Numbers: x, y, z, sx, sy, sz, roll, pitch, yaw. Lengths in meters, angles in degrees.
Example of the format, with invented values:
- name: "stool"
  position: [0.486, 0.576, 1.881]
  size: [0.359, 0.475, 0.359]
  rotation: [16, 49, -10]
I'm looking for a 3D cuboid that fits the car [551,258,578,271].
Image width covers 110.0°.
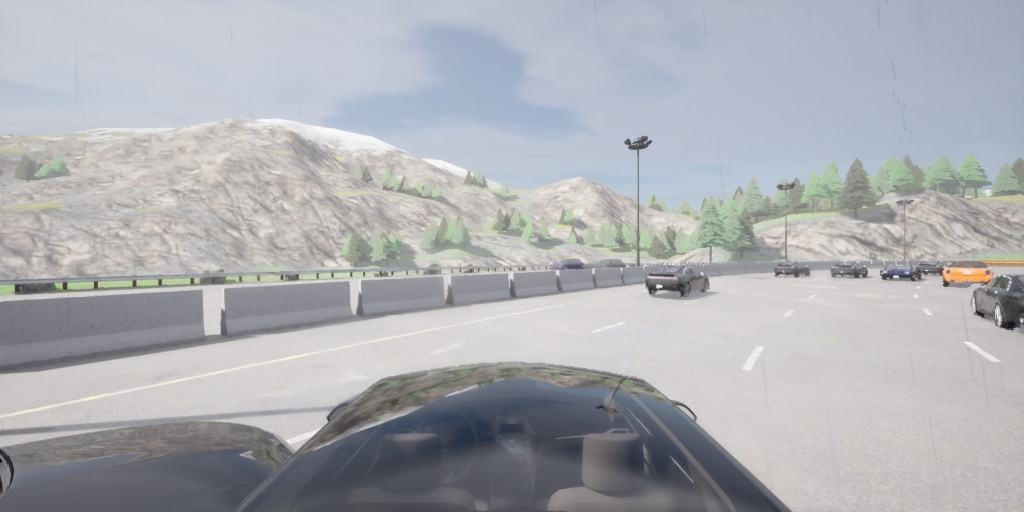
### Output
- name: "car"
  position: [7.101, 1.101, 45.871]
  size: [4.553, 1.767, 2.097]
  rotation: [0, 0, -39]

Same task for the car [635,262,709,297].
- name: "car"
  position: [8.747, 1.242, 18.821]
  size: [2.128, 1.511, 4.902]
  rotation: [0, 0, 45]

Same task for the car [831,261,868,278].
- name: "car"
  position: [31.375, 1.242, 33.342]
  size: [4.902, 1.511, 2.128]
  rotation: [0, 0, -35]

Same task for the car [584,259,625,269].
- name: "car"
  position: [10.571, 1.101, 39.654]
  size: [4.553, 1.767, 2.097]
  rotation: [0, 0, -40]

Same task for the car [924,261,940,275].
- name: "car"
  position: [43.313, 1.242, 36.865]
  size: [4.902, 1.511, 2.128]
  rotation: [0, 0, -31]

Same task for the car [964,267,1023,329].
- name: "car"
  position: [15.094, 1.257, 10.312]
  size: [1.837, 1.490, 4.892]
  rotation: [0, 0, 44]

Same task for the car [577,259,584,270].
- name: "car"
  position: [10.496, 1.315, 44.140]
  size: [4.181, 1.385, 1.994]
  rotation: [0, 0, -39]

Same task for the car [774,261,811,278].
- name: "car"
  position: [27.031, 1.239, 34.515]
  size: [4.902, 1.511, 2.128]
  rotation: [0, 0, -36]

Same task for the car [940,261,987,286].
- name: "car"
  position: [30.989, 1.101, 24.364]
  size: [4.553, 1.767, 2.097]
  rotation: [0, 0, -38]

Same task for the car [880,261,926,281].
- name: "car"
  position: [32.308, 1.351, 29.733]
  size: [4.718, 1.301, 1.895]
  rotation: [0, 0, -35]

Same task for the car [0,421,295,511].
- name: "car"
  position: [-2.983, 1.255, 0.534]
  size: [4.892, 1.490, 1.837]
  rotation: [0, 0, -45]
